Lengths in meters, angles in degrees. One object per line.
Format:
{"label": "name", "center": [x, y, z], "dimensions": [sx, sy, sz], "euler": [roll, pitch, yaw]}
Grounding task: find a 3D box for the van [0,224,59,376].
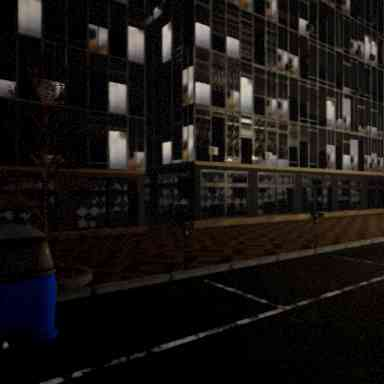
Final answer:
{"label": "van", "center": [-3.699, 1.344, 3.920], "dimensions": [3.998, 1.788, 1.690], "euler": [0, 0, -35]}
